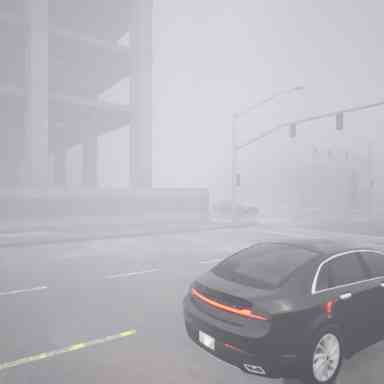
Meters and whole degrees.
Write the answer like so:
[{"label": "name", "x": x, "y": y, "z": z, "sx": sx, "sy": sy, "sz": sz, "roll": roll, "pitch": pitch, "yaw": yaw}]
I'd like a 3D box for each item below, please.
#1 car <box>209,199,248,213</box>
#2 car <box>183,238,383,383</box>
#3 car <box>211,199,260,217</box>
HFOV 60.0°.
[{"label": "car", "x": 4.055, "y": 1.526, "z": 37.886, "sx": 1.812, "sy": 1.442, "sz": 4.674, "roll": 0, "pitch": 0, "yaw": -36}, {"label": "car", "x": 2.160, "y": 1.505, "z": 5.329, "sx": 4.892, "sy": 1.490, "sz": 1.837, "roll": 0, "pitch": 0, "yaw": -35}, {"label": "car", "x": 4.190, "y": 1.601, "z": 31.732, "sx": 1.895, "sy": 1.301, "sz": 4.718, "roll": 0, "pitch": 0, "yaw": -36}]
